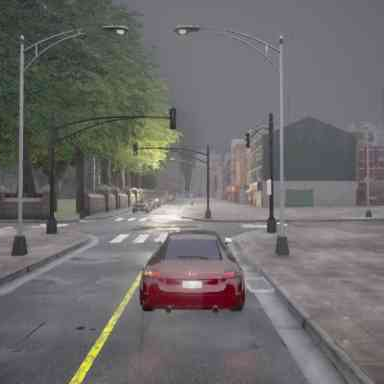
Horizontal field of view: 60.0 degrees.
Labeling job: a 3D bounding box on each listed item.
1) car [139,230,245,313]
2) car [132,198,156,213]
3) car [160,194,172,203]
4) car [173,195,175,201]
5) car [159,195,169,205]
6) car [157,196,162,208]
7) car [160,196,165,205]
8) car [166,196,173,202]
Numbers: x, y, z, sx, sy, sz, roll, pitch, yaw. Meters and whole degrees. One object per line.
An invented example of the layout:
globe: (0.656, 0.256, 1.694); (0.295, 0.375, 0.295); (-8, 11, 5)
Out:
car: (0.021, 1.568, 7.744); (1.994, 1.385, 4.181); (0, 0, 1)
car: (-5.506, 1.585, 36.827); (2.008, 1.369, 4.403); (1, 0, 0)
car: (-5.703, 1.422, 65.763); (2.192, 1.841, 5.009); (1, 0, 0)
car: (-5.835, 1.619, 82.113); (1.967, 1.590, 4.097); (1, 0, 0)
car: (-5.665, 1.670, 60.312); (1.802, 1.307, 4.206); (1, 0, 0)
car: (-5.535, 1.597, 43.962); (2.008, 1.369, 4.403); (1, 0, 0)
car: (-5.578, 1.623, 49.412); (1.947, 1.339, 4.313); (1, 0, 0)
car: (-5.879, 1.732, 87.393); (1.752, 1.417, 4.829); (1, 0, 0)
